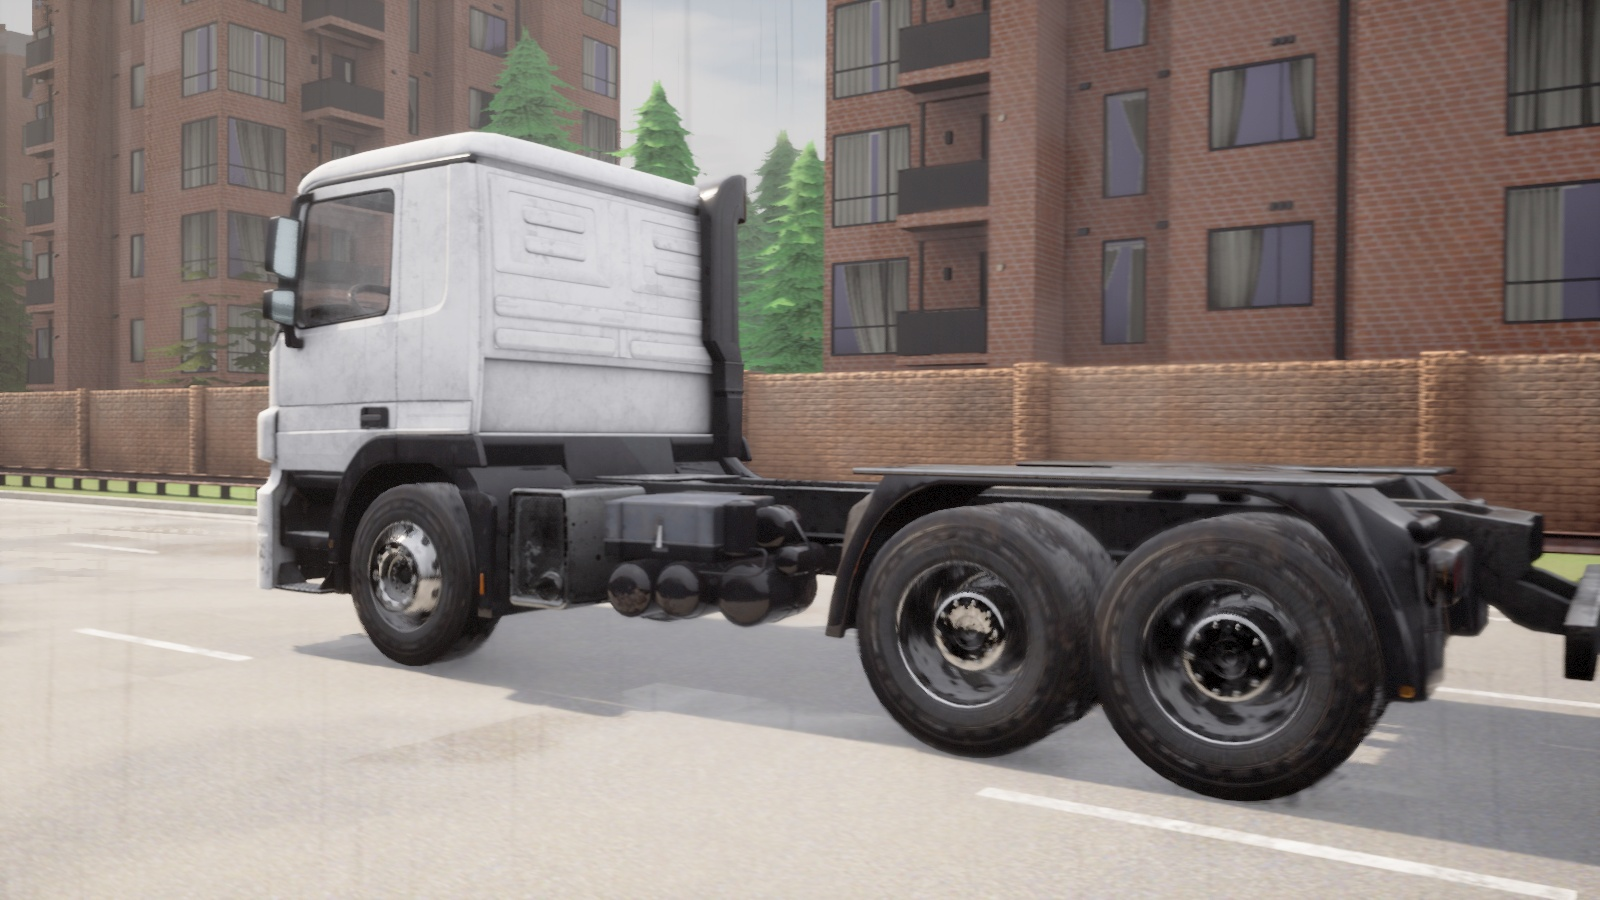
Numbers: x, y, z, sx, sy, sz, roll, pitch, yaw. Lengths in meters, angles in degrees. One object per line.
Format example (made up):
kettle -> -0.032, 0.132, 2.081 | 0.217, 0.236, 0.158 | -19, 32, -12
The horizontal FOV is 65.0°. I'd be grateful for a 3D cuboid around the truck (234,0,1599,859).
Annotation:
truck -> 0.242, -0.348, 7.645 | 7.936, 3.462, 2.891 | 0, 1, 34
